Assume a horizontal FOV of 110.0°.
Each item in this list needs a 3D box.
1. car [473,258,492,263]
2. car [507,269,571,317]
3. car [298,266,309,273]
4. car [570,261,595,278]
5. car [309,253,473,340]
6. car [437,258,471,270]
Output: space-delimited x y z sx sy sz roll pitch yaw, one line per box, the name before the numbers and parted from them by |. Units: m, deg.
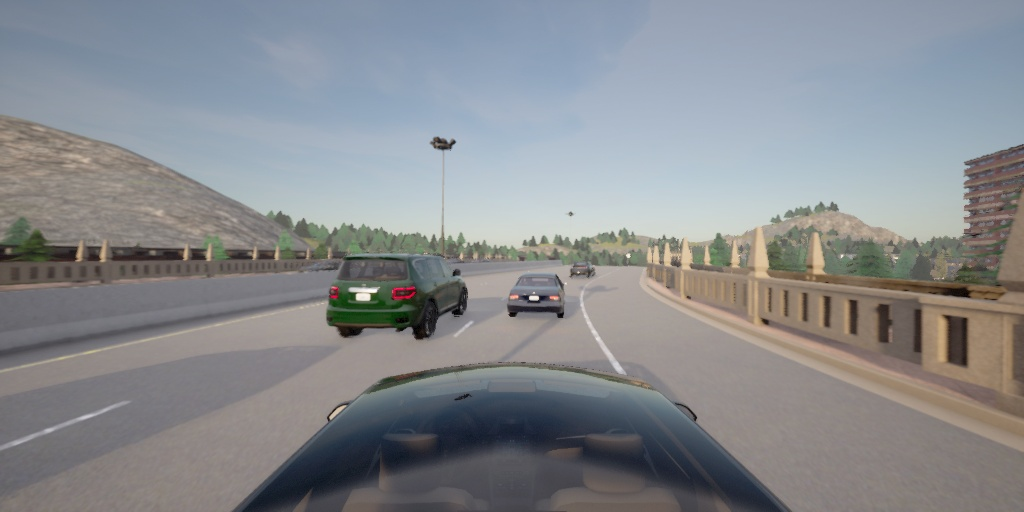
car | -4.166 1.037 45.337 2.128 1.511 4.902 0 0 21
car | 1.014 1.295 13.141 2.033 1.411 5.357 0 0 8
car | -16.428 1.162 31.717 1.837 1.490 4.892 0 0 17
car | 6.744 1.254 34.142 2.128 1.511 4.902 0 0 20
car | -2.842 0.953 10.179 2.150 2.045 5.566 0 0 6
car | -7.442 1.036 46.570 2.033 1.411 5.357 0 0 21
